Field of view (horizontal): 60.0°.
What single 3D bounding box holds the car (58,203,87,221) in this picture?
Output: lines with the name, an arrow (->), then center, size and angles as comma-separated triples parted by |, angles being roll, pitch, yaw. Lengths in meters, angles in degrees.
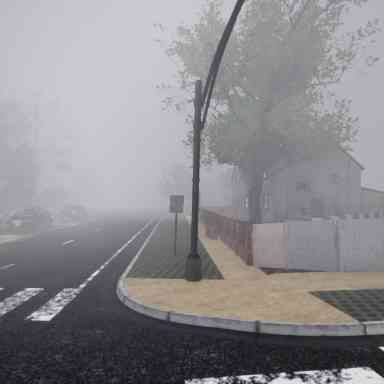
car -> -12.666, 2.106, 35.216 | 2.097, 1.767, 4.553 | 2, -1, -3

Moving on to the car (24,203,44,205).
car -> -15.786, 1.950, 32.649 | 2.097, 1.767, 4.553 | 2, -1, -3

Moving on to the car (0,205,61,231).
car -> -12.154, 2.020, 25.327 | 2.128, 1.511, 4.902 | 2, -1, -3

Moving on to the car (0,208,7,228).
car -> -15.316, 1.897, 23.601 | 1.837, 1.490, 4.892 | 2, -1, -3

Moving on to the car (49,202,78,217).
car -> -16.268, 2.173, 42.326 | 2.097, 1.767, 4.553 | 2, -1, -3
